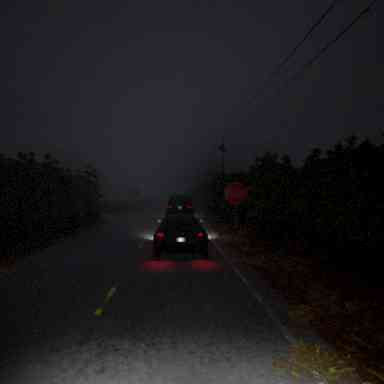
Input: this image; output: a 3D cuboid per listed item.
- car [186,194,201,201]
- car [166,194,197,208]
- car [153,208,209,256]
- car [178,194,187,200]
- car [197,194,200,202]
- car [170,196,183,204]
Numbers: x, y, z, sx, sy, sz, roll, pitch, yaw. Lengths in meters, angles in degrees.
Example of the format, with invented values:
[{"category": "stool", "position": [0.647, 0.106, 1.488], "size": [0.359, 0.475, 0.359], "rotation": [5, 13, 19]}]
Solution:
[{"category": "car", "position": [0.343, 1.300, 86.461], "size": [2.097, 1.767, 4.553], "rotation": [0, 0, -27]}, {"category": "car", "position": [-0.864, 1.227, 26.800], "size": [2.150, 2.045, 5.566], "rotation": [0, 0, 0]}, {"category": "car", "position": [-0.446, 1.566, 13.108], "size": [1.994, 1.385, 4.181], "rotation": [0, 0, -2]}, {"category": "car", "position": [-2.252, 1.220, 80.286], "size": [1.895, 1.301, 4.718], "rotation": [0, 0, 2]}, {"category": "car", "position": [0.791, 1.552, 76.409], "size": [1.994, 1.385, 4.181], "rotation": [0, 0, 2]}, {"category": "car", "position": [-2.892, 1.556, 65.003], "size": [2.033, 1.411, 5.357], "rotation": [0, 0, 3]}]
